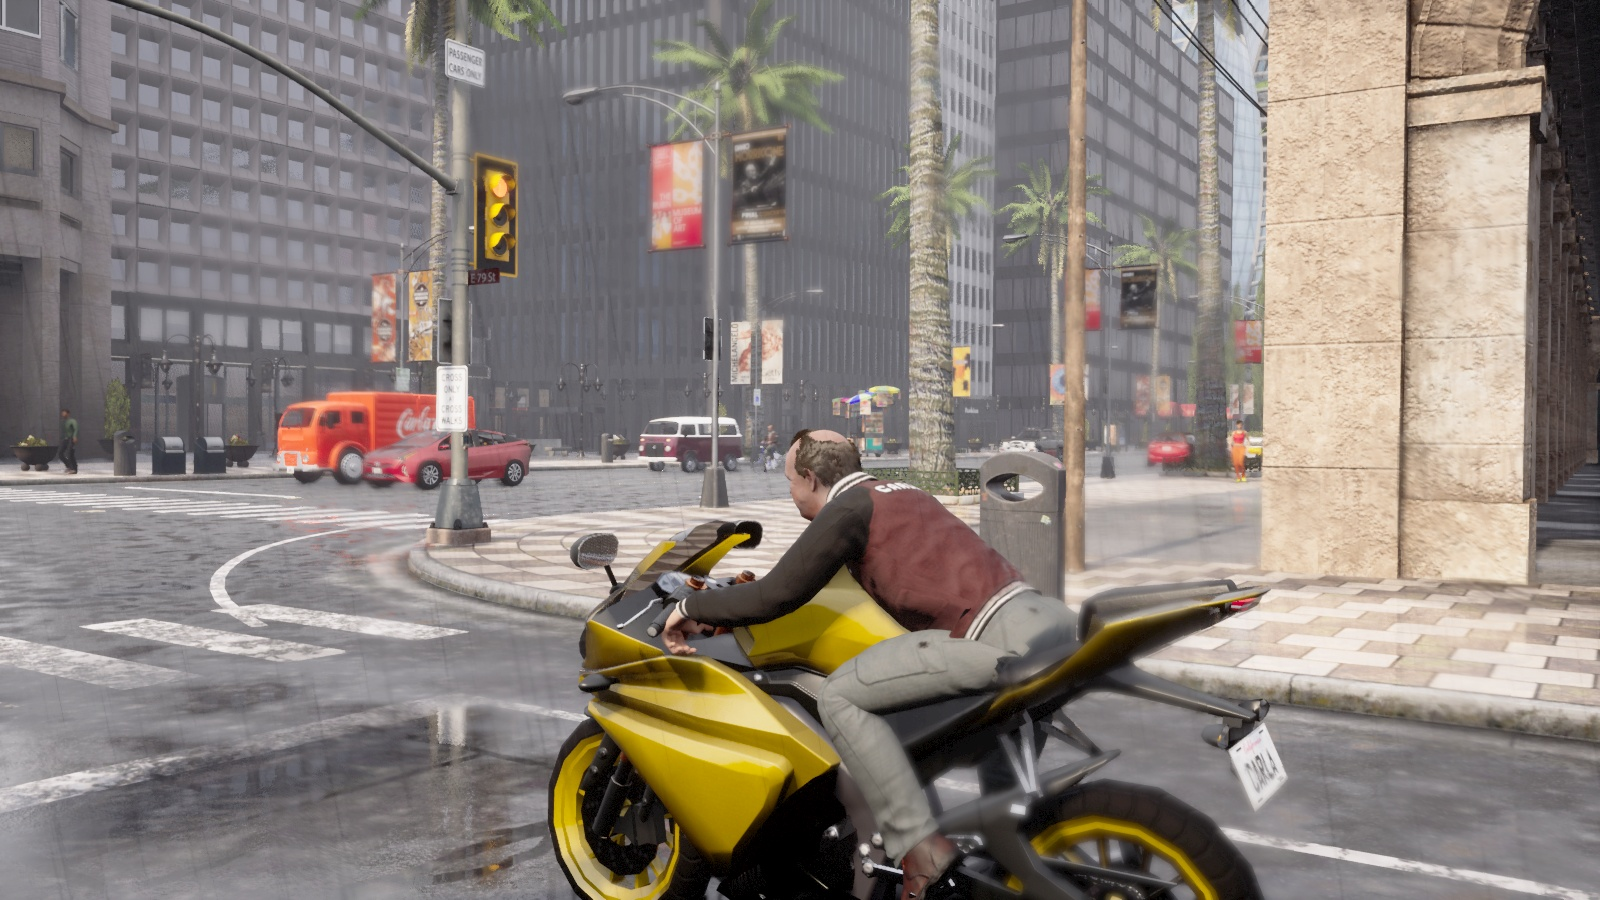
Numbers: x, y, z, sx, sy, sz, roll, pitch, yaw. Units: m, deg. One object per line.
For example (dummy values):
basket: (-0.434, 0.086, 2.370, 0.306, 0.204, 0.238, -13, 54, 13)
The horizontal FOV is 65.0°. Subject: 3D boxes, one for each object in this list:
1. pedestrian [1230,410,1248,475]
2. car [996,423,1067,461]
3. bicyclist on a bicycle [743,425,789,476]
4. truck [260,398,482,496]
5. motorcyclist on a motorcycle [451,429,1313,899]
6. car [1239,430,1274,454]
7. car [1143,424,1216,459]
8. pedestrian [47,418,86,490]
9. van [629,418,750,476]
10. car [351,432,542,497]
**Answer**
pedestrian: (12.668, -0.221, 36.218, 0.345, 1.836, 0.594, 0, 1, 33)
car: (11.863, -0.434, 64.070, 1.932, 1.855, 4.605, 0, 1, 33)
bicyclist on a bicycle: (-1.190, 0.010, 44.160, 0.659, 1.776, 1.843, 0, 1, 33)
truck: (-11.688, -0.125, 34.590, 2.627, 2.467, 5.204, 0, 1, 35)
motorcyclist on a motorcycle: (0.146, 0.718, 3.421, 2.191, 1.530, 0.866, 0, 1, 33)
car: (27.347, -0.488, 75.173, 1.481, 1.376, 2.207, 0, 1, 33)
car: (18.741, -0.438, 61.819, 2.242, 1.667, 4.611, 0, 1, 33)
pedestrian: (-19.947, 0.102, 34.162, 0.423, 1.949, 0.788, 0, 1, 23)
van: (-4.003, -0.140, 46.250, 2.069, 2.038, 4.480, 0, 1, 33)
car: (-8.995, 0.318, 32.343, 2.007, 1.525, 4.514, 0, 1, 33)
